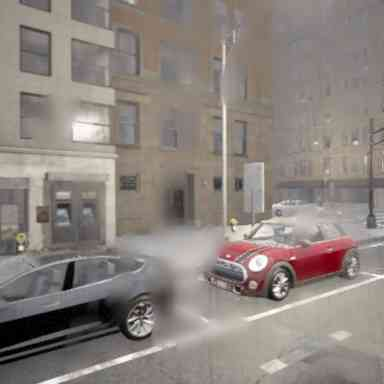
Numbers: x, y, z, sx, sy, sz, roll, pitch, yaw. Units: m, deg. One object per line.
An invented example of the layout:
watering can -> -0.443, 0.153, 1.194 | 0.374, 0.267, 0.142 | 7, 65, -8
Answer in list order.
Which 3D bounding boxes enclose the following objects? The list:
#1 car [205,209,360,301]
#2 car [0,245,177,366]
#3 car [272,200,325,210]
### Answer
car -> 2.255, 1.402, 8.140 | 4.097, 1.590, 1.967 | 0, 0, -35
car -> -2.242, 1.560, 4.932 | 4.313, 1.339, 1.947 | 0, 0, -35
car -> 8.816, 1.402, 27.679 | 1.812, 1.442, 4.674 | 0, 0, -37
